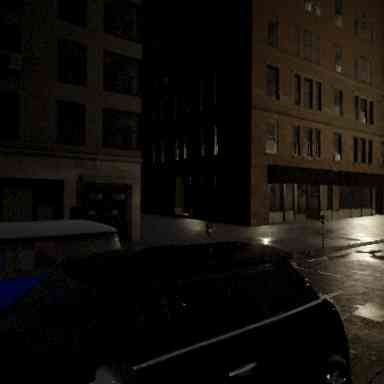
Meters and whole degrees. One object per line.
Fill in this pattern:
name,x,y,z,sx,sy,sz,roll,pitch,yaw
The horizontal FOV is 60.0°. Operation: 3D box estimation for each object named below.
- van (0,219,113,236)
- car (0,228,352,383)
van,-2.938,1.341,4.658,3.998,1.788,1.690,0,1,-35
car,-0.641,1.352,2.921,4.553,1.767,2.097,0,0,-35
